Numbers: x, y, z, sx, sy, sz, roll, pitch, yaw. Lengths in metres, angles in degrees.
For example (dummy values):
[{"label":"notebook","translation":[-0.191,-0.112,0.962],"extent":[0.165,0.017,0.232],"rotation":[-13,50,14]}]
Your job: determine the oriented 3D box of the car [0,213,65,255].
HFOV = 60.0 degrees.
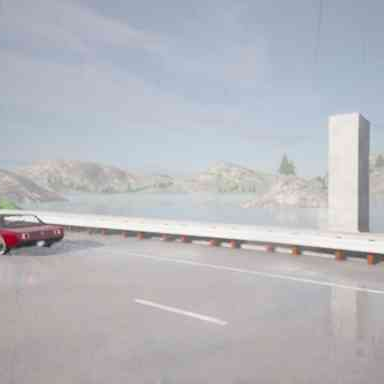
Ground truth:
[{"label":"car","translation":[-7.121,1.469,12.651],"extent":[4.718,1.301,1.895],"rotation":[1,0,31]}]
